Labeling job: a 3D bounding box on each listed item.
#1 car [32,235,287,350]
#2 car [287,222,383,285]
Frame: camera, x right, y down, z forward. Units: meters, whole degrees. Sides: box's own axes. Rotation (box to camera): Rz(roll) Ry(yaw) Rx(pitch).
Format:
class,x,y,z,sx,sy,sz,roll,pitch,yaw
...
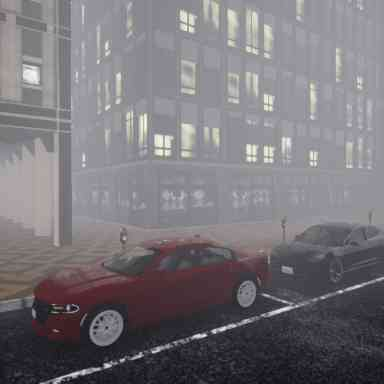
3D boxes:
class,x,y,z,sx,sy,sz,roll,pitch,yaw
car,-0.500,1.544,6.206,4.507,1.381,1.887,0,0,-35
car,4.139,1.564,9.513,4.313,1.339,1.947,0,0,-35
